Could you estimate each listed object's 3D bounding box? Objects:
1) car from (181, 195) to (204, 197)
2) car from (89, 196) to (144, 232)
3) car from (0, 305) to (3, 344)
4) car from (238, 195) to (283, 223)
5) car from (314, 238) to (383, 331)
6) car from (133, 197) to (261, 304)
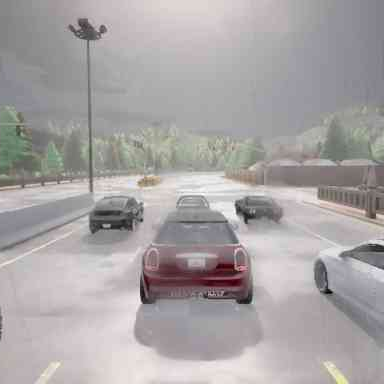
[{"bbox_3d":[0.036,0.859,17.366,2.033,1.411,5.357,0,4,0],"label":"car"},{"bbox_3d":[-3.458,0.927,15.827,1.837,1.490,4.892,0,4,0],"label":"car"},{"bbox_3d":[-3.405,1.473,2.432,2.128,1.511,4.902,0,1,0],"label":"car"},{"bbox_3d":[3.530,0.838,18.455,1.895,1.301,4.718,0,4,0],"label":"car"},{"bbox_3d":[3.586,1.449,5.381,1.812,1.442,4.674,0,2,0],"label":"car"},{"bbox_3d":[0.077,1.191,7.984,2.097,1.767,4.553,0,2,0],"label":"car"}]
